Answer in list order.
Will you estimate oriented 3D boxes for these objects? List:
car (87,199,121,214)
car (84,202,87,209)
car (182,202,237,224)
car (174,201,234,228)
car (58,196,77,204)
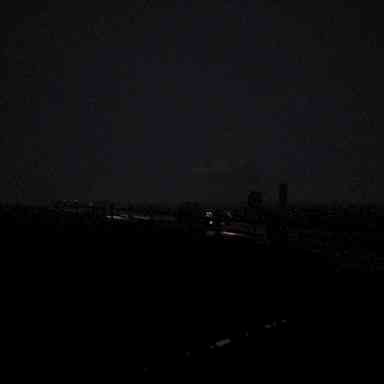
[{"bbox_3d":[-9.549,1.677,36.996,2.128,1.511,4.902,1,-1,-36],"label":"car"},{"bbox_3d":[-14.156,1.781,48.395,2.128,1.511,4.902,1,-1,-35],"label":"car"},{"bbox_3d":[1.300,1.647,26.888,1.837,1.490,4.892,1,-1,-35],"label":"car"},{"bbox_3d":[0.661,1.443,22.740,2.097,1.767,4.553,1,-1,-36],"label":"car"},{"bbox_3d":[-18.716,1.285,49.950,2.097,1.767,4.553,1,-1,-36],"label":"car"}]
